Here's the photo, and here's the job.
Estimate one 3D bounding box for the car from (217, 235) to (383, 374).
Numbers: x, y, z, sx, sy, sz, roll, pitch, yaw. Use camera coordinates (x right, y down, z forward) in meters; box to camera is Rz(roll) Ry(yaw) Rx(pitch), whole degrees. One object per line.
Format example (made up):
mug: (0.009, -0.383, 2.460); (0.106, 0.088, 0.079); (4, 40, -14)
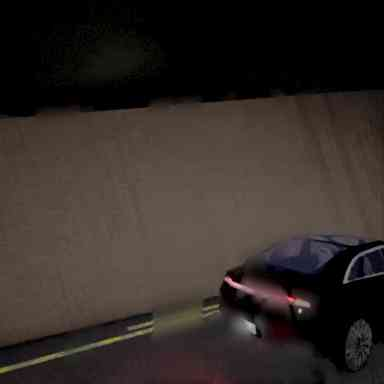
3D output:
car: (2.674, 1.494, 5.652); (4.902, 1.511, 2.128); (0, 0, -36)
